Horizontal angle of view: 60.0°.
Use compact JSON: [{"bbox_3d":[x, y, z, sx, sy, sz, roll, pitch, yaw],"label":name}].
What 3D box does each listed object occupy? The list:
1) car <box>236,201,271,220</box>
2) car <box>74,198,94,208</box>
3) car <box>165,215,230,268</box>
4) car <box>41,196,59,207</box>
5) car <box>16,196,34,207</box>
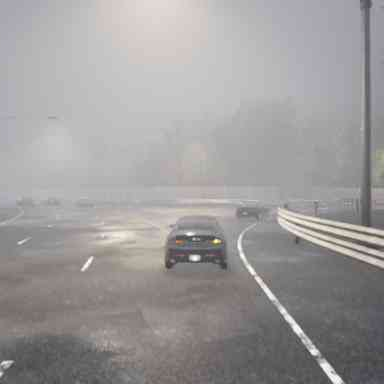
[{"bbox_3d":[5.387,1.553,28.769,1.882,1.535,5.008,0,0,28],"label":"car"},{"bbox_3d":[-16.660,1.690,51.290,2.033,1.411,5.357,0,0,-32],"label":"car"},{"bbox_3d":[0.219,1.536,11.409,1.837,1.490,4.892,0,0,3],"label":"car"},{"bbox_3d":[-23.634,1.509,55.424,2.097,1.767,4.553,0,0,-34],"label":"car"},{"bbox_3d":[-27.819,1.512,55.253,2.097,1.767,4.553,0,0,-36],"label":"car"}]
